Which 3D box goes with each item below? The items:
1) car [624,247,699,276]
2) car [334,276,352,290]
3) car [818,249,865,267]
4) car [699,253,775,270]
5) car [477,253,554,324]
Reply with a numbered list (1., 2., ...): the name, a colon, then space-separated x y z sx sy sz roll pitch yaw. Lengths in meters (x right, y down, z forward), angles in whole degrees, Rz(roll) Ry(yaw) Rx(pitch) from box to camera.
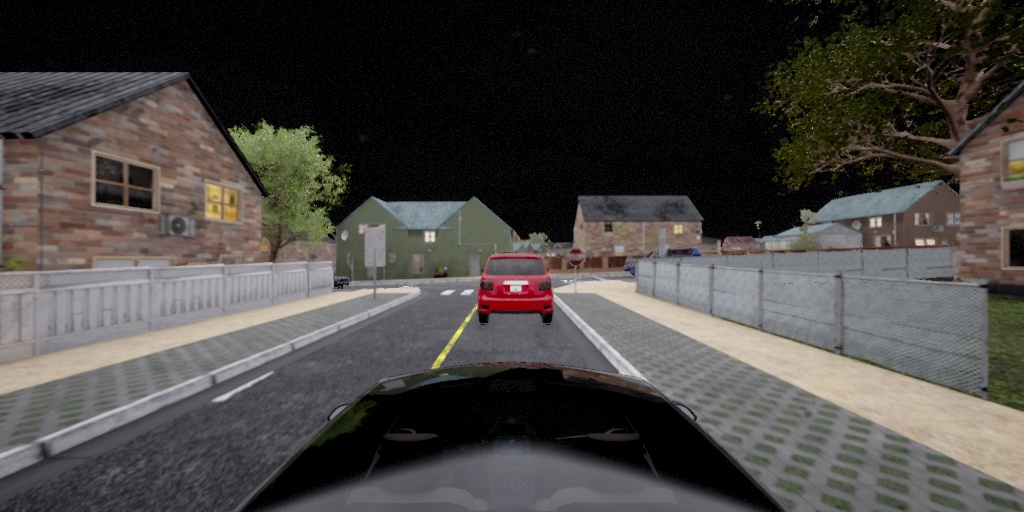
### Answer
1. car: 11.212 0.449 26.610 5.566 2.045 2.150 -2 0 0
2. car: -13.331 1.723 23.858 4.718 1.301 1.895 -2 0 0
3. car: 25.100 0.255 26.498 4.674 1.442 1.812 -2 0 1
4. car: 15.392 0.587 23.730 4.674 1.442 1.812 -2 0 2
5. car: 0.101 0.942 12.029 2.150 2.045 5.566 0 0 0
